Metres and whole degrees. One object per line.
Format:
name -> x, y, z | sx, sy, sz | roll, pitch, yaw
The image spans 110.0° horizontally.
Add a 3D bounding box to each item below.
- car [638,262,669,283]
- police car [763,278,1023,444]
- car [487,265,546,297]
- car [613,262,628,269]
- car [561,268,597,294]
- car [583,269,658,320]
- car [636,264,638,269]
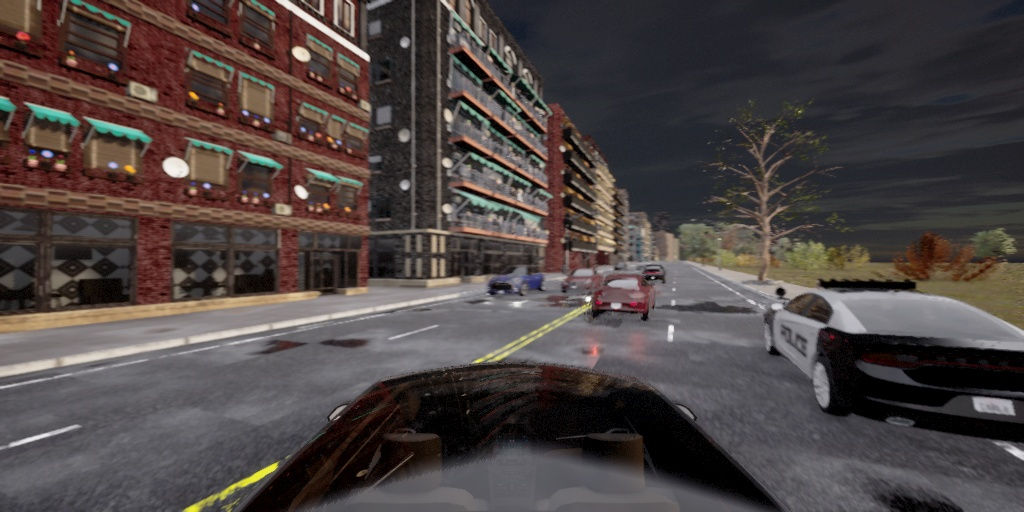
car -> 12.194, 1.477, 30.693 | 1.837, 1.490, 4.892 | -1, 0, 25
police car -> 5.431, 1.169, 5.604 | 1.930, 1.638, 5.238 | -1, -1, 25
car -> 0.345, 1.322, 20.904 | 2.097, 1.767, 4.553 | -1, -1, 25
car -> 17.966, 1.748, 59.252 | 1.837, 1.490, 4.892 | -1, -1, 25
car -> 4.396, 1.469, 21.942 | 1.812, 1.442, 4.674 | -1, -1, 25
car -> 4.144, 1.369, 13.097 | 1.812, 1.442, 4.674 | -1, -1, 25
car -> 21.933, 1.741, 60.098 | 1.812, 1.442, 4.674 | -1, -1, 25
